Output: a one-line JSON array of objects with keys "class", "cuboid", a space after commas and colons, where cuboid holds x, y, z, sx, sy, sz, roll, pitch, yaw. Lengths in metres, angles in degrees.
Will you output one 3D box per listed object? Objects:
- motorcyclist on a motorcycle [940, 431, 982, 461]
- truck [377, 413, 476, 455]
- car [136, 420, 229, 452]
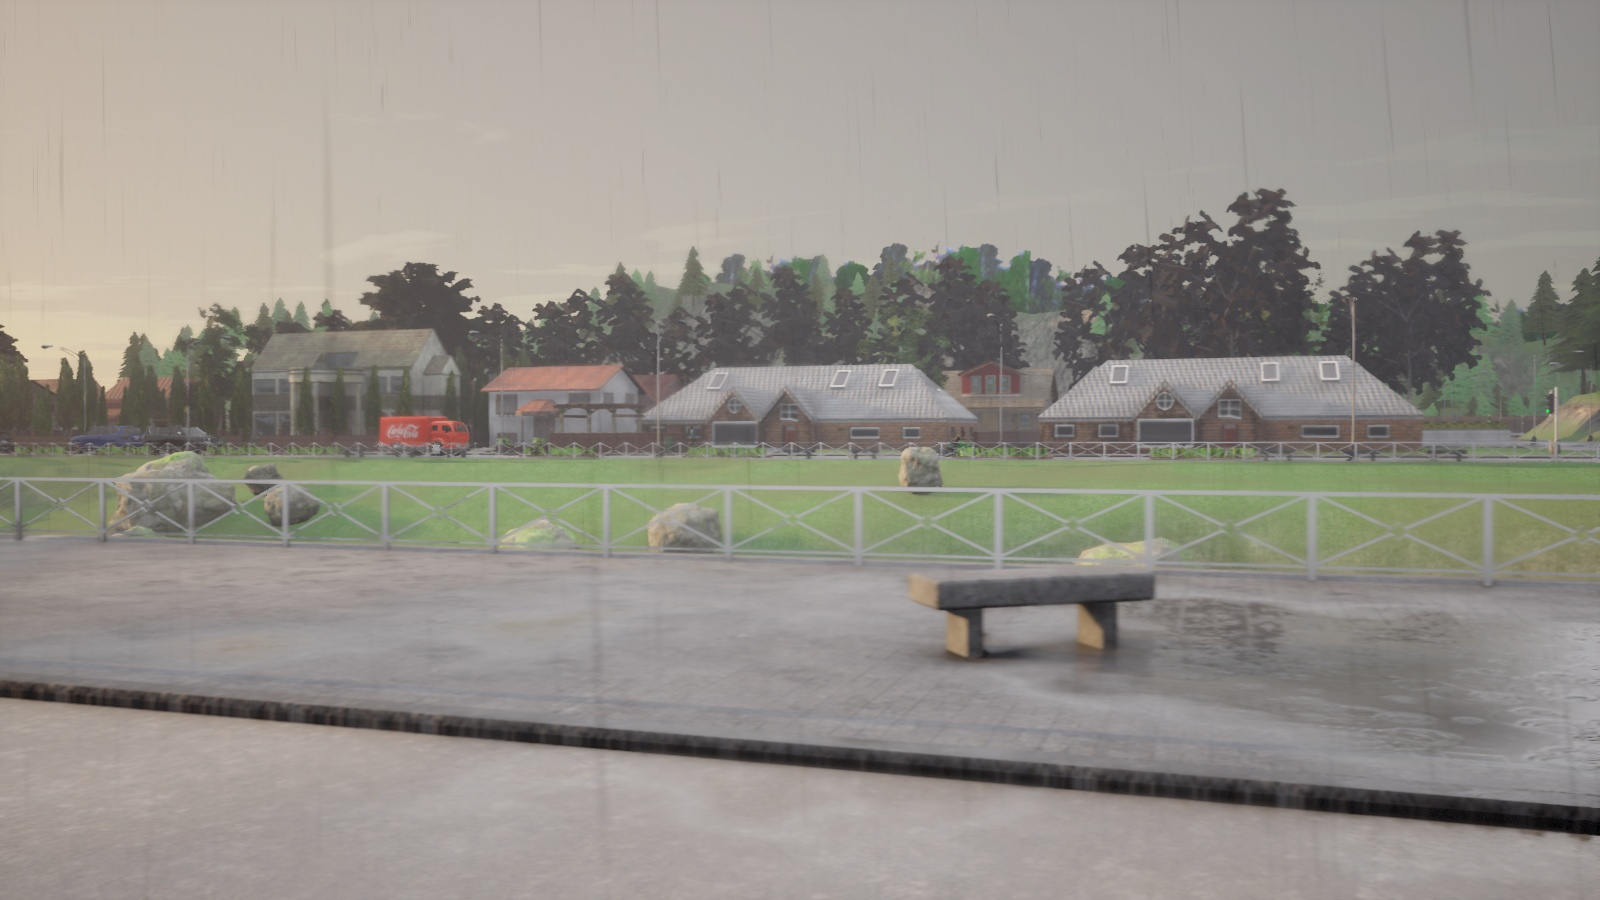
[{"class": "motorcyclist on a motorcycle", "cuboid": [8.437, -0.215, 65.924, 2.044, 1.523, 0.797, 1, 1, 19]}, {"class": "truck", "cuboid": [-22.694, -0.969, 76.399, 5.204, 2.467, 2.627, 1, 1, 19]}, {"class": "car", "cuboid": [-40.504, -0.927, 82.398, 5.566, 2.045, 2.150, 1, 1, 19]}]
